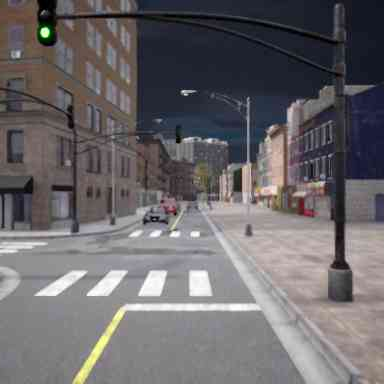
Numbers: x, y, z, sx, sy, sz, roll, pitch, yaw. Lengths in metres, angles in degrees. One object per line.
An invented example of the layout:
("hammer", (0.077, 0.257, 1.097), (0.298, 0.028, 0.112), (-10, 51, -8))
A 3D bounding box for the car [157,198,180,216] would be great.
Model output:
("car", (-2.851, 1.742, 39.668), (2.150, 2.045, 5.566), (0, -1, 0))

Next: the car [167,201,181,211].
("car", (-2.830, 2.260, 53.882), (2.033, 1.411, 5.357), (0, -1, 0))

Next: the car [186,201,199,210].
("car", (0.092, 2.213, 54.559), (2.128, 1.511, 4.902), (0, -1, 0))

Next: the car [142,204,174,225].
("car", (-2.853, 1.923, 27.398), (1.994, 1.385, 4.181), (0, -1, 0))
